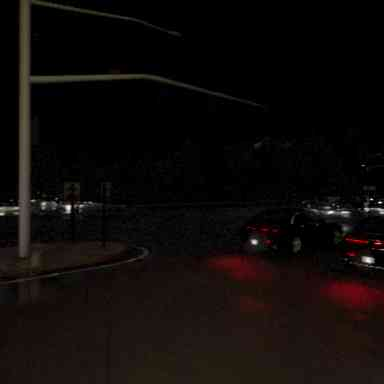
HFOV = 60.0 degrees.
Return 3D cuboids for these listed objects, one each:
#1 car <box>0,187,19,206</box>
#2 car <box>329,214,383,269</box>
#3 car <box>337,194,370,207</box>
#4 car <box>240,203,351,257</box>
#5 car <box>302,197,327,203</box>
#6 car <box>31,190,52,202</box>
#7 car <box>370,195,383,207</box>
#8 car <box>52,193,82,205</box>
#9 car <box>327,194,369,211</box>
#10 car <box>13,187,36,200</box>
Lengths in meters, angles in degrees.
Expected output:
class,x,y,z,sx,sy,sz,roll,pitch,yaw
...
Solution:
class,x,y,z,sx,sy,sz,roll,pitch,yaw
car,-21.543,0.501,38.355,2.150,2.045,5.566,0,1,-43
car,6.177,1.418,9.851,4.892,1.490,1.837,0,1,-42
car,21.159,1.072,43.420,4.902,1.511,2.128,0,1,-41
car,3.847,1.361,12.461,4.892,1.490,1.837,0,1,-42
car,14.330,1.205,37.431,4.718,1.301,1.895,0,1,-41
car,-21.863,0.728,49.226,1.895,1.301,4.718,0,1,-42
car,23.311,1.142,40.666,4.892,1.490,1.837,0,1,-41
car,-15.775,0.799,42.458,1.812,1.442,4.674,0,1,-42
car,16.271,1.166,34.472,4.892,1.490,1.837,0,1,-42
car,-28.839,0.180,57.049,2.150,2.045,5.566,0,1,-42
